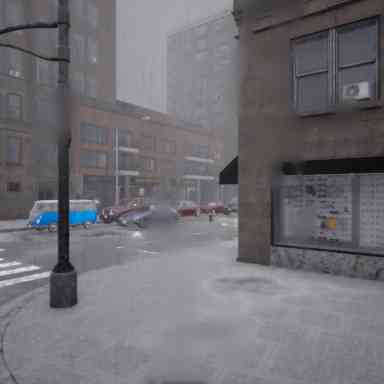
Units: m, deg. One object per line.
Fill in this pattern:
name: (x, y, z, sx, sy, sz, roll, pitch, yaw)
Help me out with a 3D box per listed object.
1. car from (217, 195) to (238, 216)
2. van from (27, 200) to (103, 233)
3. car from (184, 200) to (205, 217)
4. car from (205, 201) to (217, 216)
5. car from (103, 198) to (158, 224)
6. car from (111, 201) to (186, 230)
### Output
car: (5.080, 1.262, 32.618, 2.150, 2.045, 5.566, 0, 0, 36)
van: (-7.598, 1.366, 19.805, 1.690, 1.788, 3.998, 0, 0, 36)
car: (-1.036, 1.474, 28.871, 1.967, 1.590, 4.097, 0, 0, 36)
car: (2.246, 1.583, 33.404, 1.887, 1.381, 4.507, 0, 0, 36)
car: (-4.317, 1.344, 24.339, 2.192, 1.841, 5.009, 0, 0, 36)
car: (-2.703, 1.553, 21.866, 1.812, 1.442, 4.674, 0, 0, 36)
